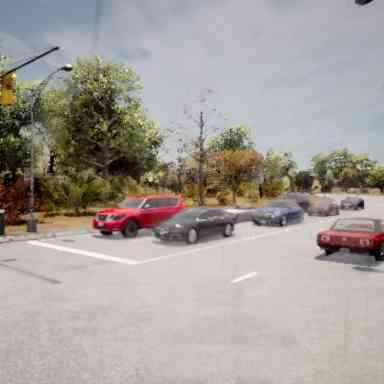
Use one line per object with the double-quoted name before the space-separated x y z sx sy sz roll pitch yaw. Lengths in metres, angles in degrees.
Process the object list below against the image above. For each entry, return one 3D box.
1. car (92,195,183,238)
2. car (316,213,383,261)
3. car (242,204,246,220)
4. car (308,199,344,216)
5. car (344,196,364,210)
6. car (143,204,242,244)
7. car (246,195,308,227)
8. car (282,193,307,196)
"car" -2.608 1.199 17.943 2.150 2.045 5.566 0 0 39
"car" 6.404 1.598 12.409 1.895 1.301 4.718 0 0 41
"car" 3.480 1.574 25.521 1.895 1.301 4.718 0 0 39
"car" 12.226 1.452 30.814 1.812 1.442 4.674 0 1 38
"car" 18.743 1.290 38.923 2.128 1.511 4.902 0 1 39
"car" 0.227 1.489 15.862 1.837 1.490 4.892 0 0 38
"car" 5.983 1.332 23.046 2.097 1.767 4.553 0 0 39
"car" 10.098 1.133 33.762 2.150 2.045 5.566 0 1 39
